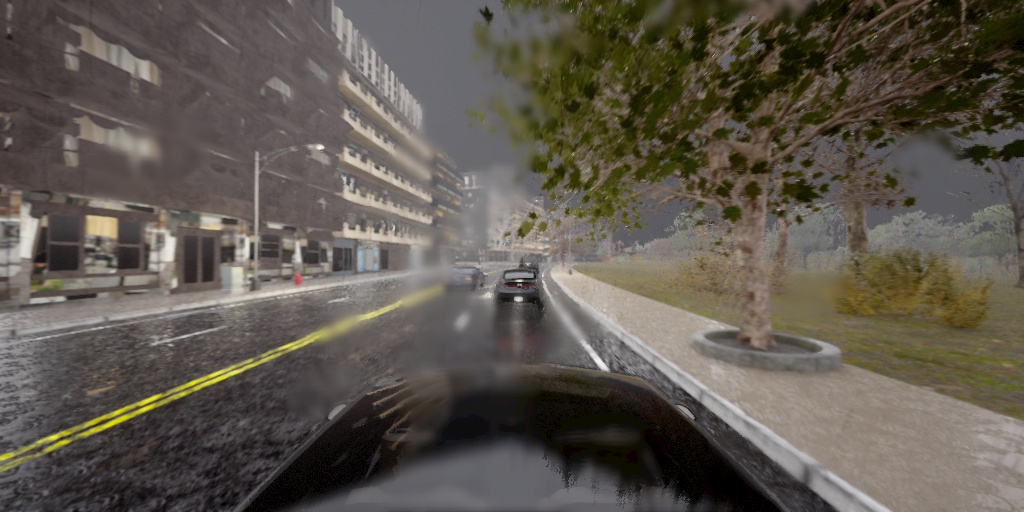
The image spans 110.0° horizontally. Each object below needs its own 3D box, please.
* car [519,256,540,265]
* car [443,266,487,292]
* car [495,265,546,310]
[{"bbox_3d":[1.983,1.051,41.036,2.150,2.045,5.566,0,0,6],"label":"car"},{"bbox_3d":[-2.702,1.316,21.492,2.033,1.411,5.357,0,0,3],"label":"car"},{"bbox_3d":[0.339,1.271,14.908,1.837,1.490,4.892,0,0,2],"label":"car"}]
